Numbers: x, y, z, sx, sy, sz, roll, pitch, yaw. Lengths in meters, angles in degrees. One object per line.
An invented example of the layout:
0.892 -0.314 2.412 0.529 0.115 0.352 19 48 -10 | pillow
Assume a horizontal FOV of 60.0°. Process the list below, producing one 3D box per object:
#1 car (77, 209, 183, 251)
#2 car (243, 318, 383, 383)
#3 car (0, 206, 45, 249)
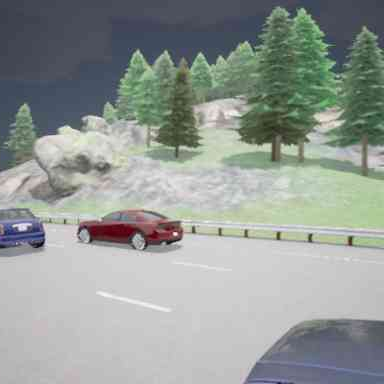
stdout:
-2.718 1.462 14.067 5.008 1.535 1.882 0 0 33 | car
2.931 1.539 1.850 5.357 1.411 2.033 0 0 36 | car
-7.953 1.347 13.203 4.553 1.767 2.097 0 0 32 | car
